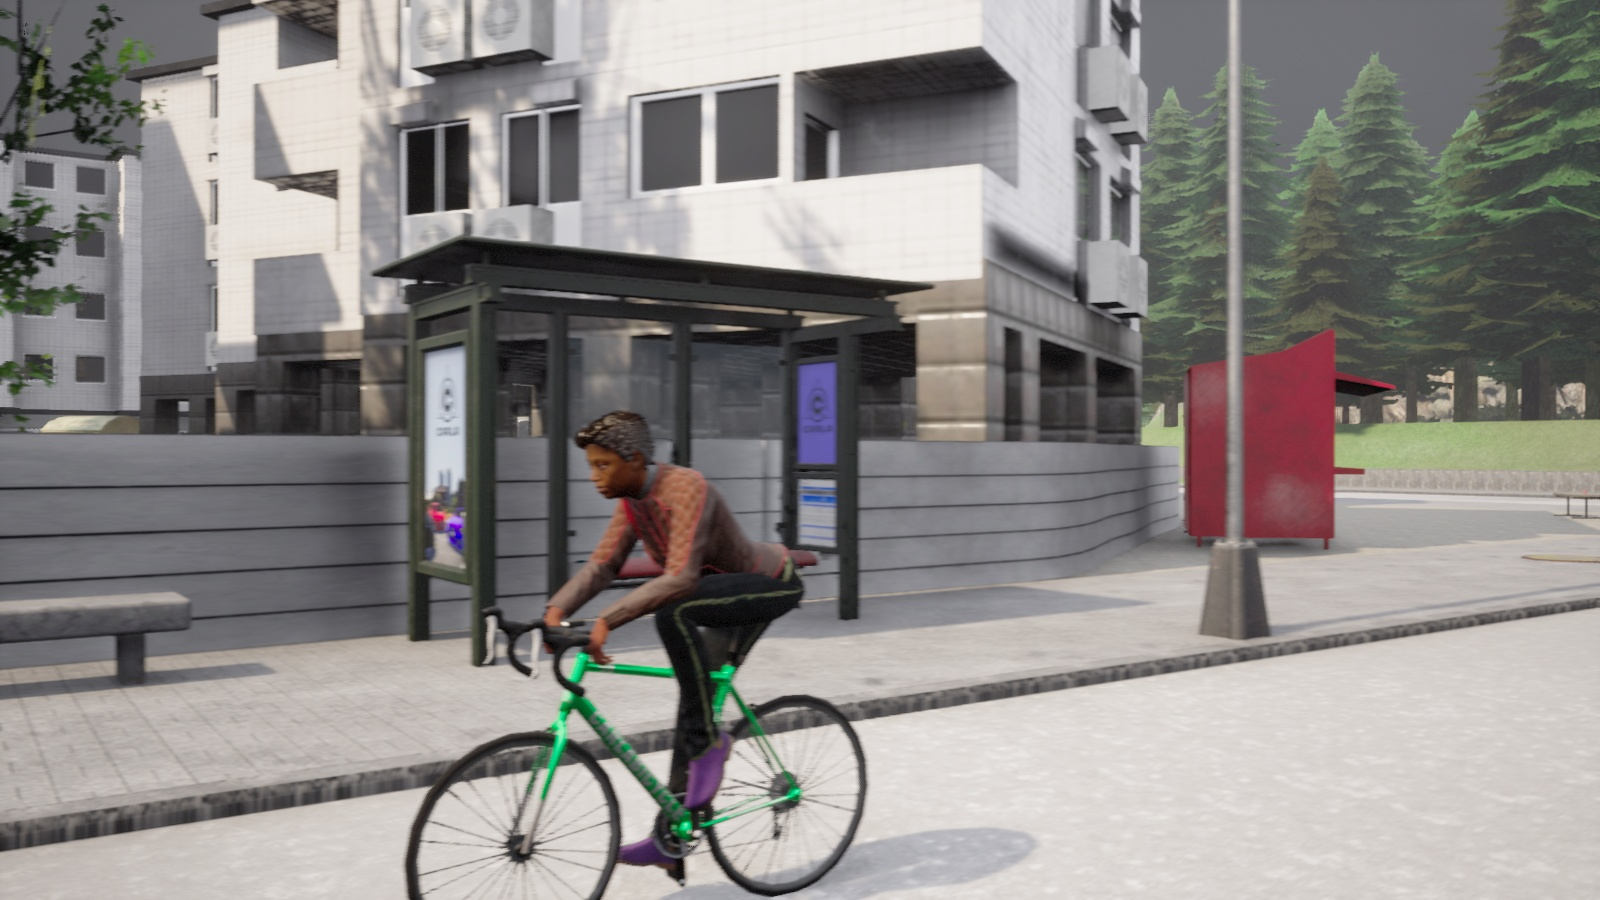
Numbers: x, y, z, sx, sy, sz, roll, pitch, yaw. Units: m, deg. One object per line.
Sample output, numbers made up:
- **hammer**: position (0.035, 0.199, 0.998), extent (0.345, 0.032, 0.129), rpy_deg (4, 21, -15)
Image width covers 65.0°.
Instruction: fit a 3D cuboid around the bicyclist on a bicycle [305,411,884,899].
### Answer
- **bicyclist on a bicycle**: position (-0.578, 0.707, 3.866), extent (1.656, 1.620, 0.582), rpy_deg (0, 0, -35)
